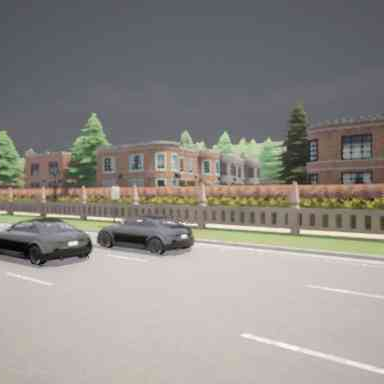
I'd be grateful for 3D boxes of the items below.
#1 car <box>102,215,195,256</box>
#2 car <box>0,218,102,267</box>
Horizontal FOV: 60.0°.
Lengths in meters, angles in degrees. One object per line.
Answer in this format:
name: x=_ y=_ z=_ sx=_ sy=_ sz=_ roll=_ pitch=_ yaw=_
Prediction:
car: x=-1.955 y=1.649 z=13.677 sx=4.181 sy=1.385 sz=1.994 roll=0 pitch=0 yaw=34
car: x=-5.485 y=1.631 z=11.844 sx=4.181 sy=1.385 sz=1.994 roll=0 pitch=0 yaw=34
